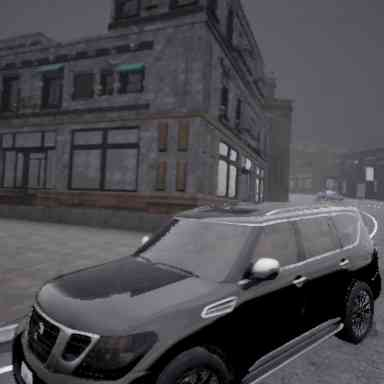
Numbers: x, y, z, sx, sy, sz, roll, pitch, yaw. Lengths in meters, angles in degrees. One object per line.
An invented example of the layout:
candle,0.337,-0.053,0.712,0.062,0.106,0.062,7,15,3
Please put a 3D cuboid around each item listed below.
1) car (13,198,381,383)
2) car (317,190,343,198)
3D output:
car,0.656,1.222,4.704,5.566,2.045,2.150,-1,0,-40
car,18.090,0.493,43.687,1.812,1.442,4.674,3,2,-2
